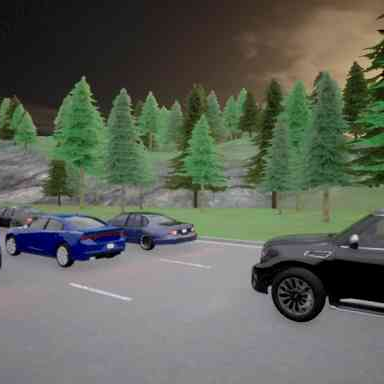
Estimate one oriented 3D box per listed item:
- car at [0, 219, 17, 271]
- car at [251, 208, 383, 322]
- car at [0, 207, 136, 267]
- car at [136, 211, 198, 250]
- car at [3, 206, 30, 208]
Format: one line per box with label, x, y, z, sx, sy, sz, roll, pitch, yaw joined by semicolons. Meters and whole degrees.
car;-6.915;1.501;8.895;4.892;1.490;1.837;0;0;36
car;3.814;1.222;5.574;5.566;2.045;2.150;0;0;35
car;-4.463;1.474;11.445;5.008;1.535;1.882;0;0;35
car;-2.342;1.544;14.232;5.357;1.411;2.033;0;0;35
car;-10.572;1.540;20.034;5.357;1.411;2.033;0;0;35
